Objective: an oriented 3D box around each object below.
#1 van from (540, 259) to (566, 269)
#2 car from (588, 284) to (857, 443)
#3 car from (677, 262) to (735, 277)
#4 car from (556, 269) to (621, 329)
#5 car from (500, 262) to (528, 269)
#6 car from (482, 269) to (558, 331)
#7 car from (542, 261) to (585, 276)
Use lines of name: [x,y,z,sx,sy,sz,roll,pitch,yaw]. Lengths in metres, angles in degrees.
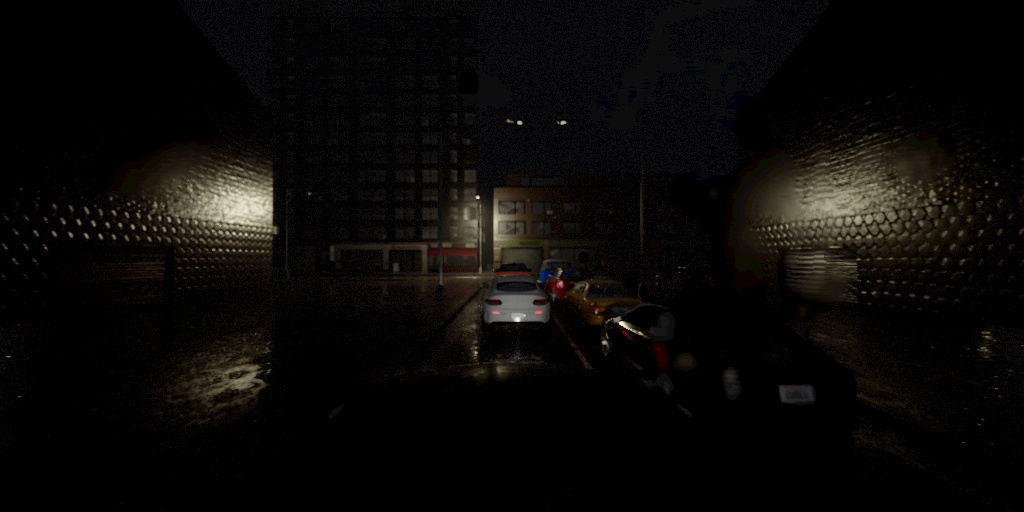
van: [2.639,1.113,21.825,1.690,1.789,3.998,0,0,0]
car: [2.638,1.318,5.402,1.948,1.339,4.313,0,0,0]
car: [17.409,1.240,32.155,4.902,1.511,2.128,0,0,-1]
car: [2.638,1.283,11.046,1.751,1.417,4.829,0,0,0]
car: [0.078,1.123,20.441,2.097,1.767,4.553,0,0,0]
car: [0.086,1.284,10.970,1.812,1.442,4.674,0,0,-1]
car: [2.639,1.204,16.350,1.967,1.591,4.097,0,0,0]
